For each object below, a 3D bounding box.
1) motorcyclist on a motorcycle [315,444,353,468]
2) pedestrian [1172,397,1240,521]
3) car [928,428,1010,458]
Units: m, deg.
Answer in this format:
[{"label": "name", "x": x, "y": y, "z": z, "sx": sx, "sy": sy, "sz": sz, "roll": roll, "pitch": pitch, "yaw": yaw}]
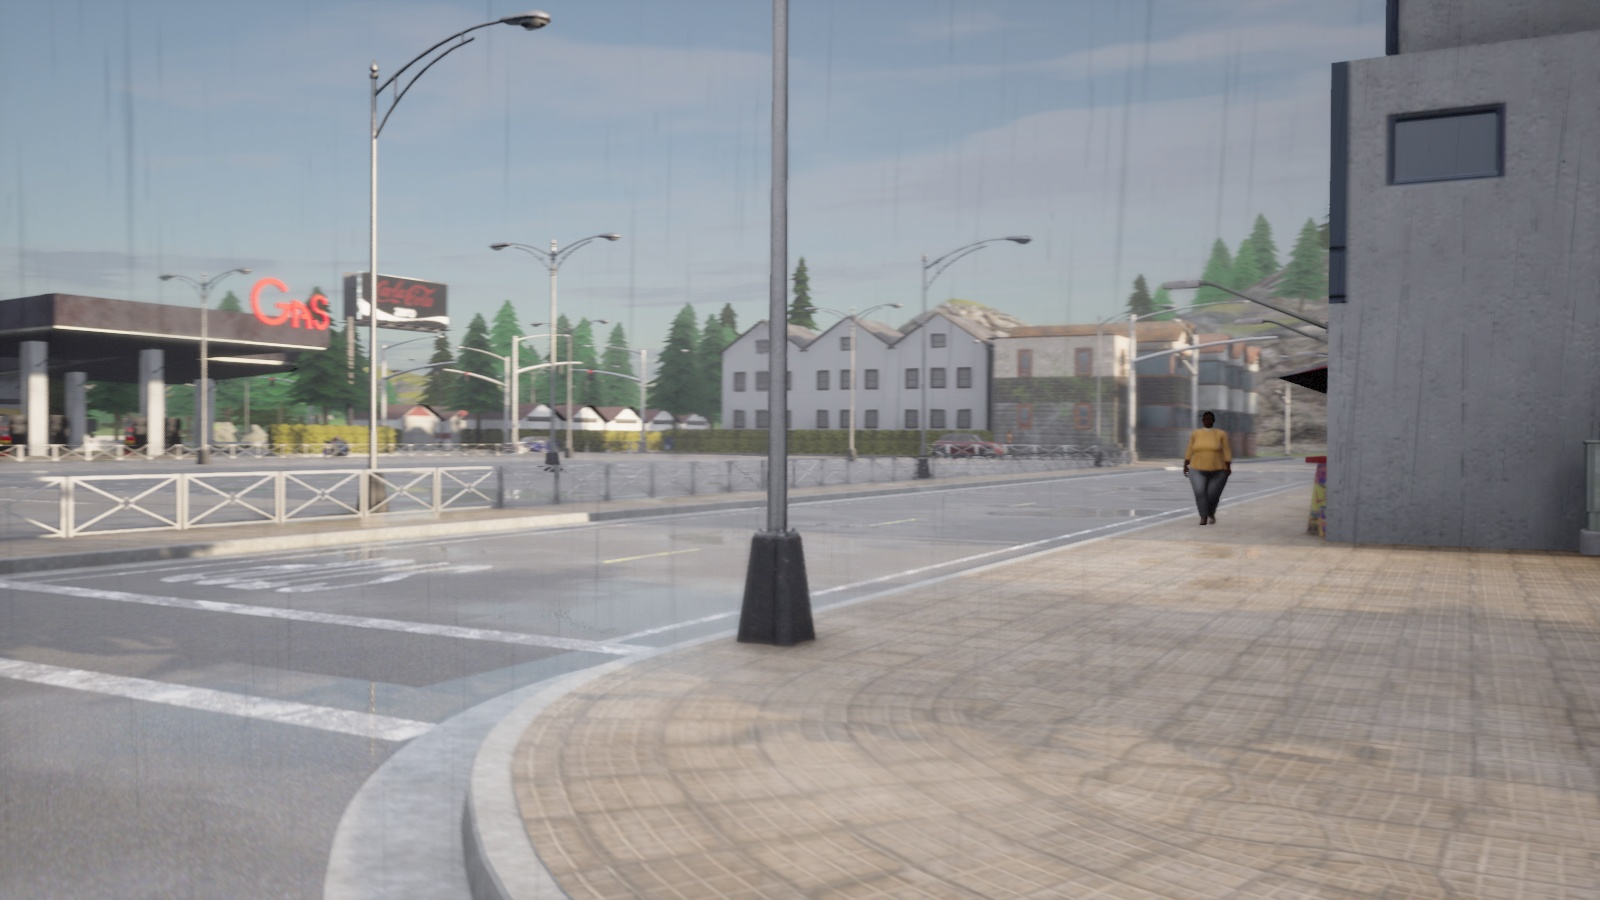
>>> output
[{"label": "motorcyclist on a motorcycle", "x": -29.463, "y": 0.369, "z": 79.429, "sx": 0.866, "sy": 1.530, "sz": 2.191, "roll": 0, "pitch": 1, "yaw": 28}, {"label": "pedestrian", "x": 6.273, "y": 0.133, "z": 19.371, "sx": 0.874, "sy": 1.855, "sz": 0.900, "roll": 0, "pitch": 1, "yaw": 25}, {"label": "car", "x": 10.340, "y": -0.420, "z": 76.887, "sx": 4.553, "sy": 1.767, "sz": 2.097, "roll": 0, "pitch": 1, "yaw": 28}]
